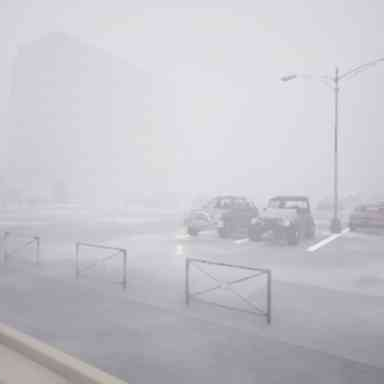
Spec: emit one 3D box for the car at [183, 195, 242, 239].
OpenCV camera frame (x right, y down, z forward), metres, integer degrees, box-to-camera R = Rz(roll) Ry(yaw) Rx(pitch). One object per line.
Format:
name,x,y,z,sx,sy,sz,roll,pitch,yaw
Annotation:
car,1.593,1.085,15.958,1.932,1.855,4.605,1,0,34

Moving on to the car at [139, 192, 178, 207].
car,-4.159,0.964,45.348,2.150,2.045,5.566,1,0,34

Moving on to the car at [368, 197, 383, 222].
car,15.974,1.371,27.260,1.970,1.475,3.806,1,0,34

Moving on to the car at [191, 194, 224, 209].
car,2.021,1.145,41.844,2.097,1.767,4.553,1,0,34

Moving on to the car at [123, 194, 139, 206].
car,-7.535,1.066,46.598,2.097,1.767,4.553,1,0,34

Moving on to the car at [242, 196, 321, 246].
car,3.961,1.113,14.294,1.905,1.878,3.866,1,0,34
